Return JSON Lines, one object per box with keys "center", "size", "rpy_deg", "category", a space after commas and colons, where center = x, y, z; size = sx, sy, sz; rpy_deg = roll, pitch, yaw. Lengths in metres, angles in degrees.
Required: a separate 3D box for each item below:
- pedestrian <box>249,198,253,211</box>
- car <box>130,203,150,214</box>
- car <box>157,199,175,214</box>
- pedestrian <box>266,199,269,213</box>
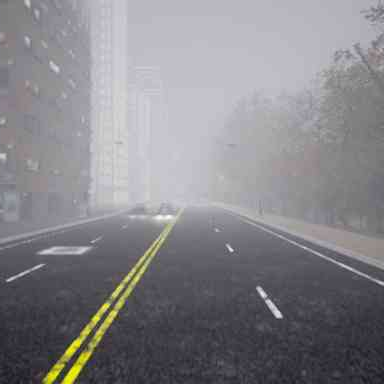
{"center": [8.011, 1.661, 44.990], "size": [0.375, 1.860, 0.375], "rpy_deg": [0, 0, 0], "category": "pedestrian"}
{"center": [-6.499, 2.096, 42.068], "size": [1.994, 1.385, 4.181], "rpy_deg": [0, -1, 0], "category": "car"}
{"center": [-3.249, 2.007, 42.069], "size": [2.128, 1.511, 4.902], "rpy_deg": [0, -1, 0], "category": "car"}
{"center": [10.011, 1.831, 44.389], "size": [0.375, 1.860, 0.375], "rpy_deg": [0, 0, 0], "category": "pedestrian"}
